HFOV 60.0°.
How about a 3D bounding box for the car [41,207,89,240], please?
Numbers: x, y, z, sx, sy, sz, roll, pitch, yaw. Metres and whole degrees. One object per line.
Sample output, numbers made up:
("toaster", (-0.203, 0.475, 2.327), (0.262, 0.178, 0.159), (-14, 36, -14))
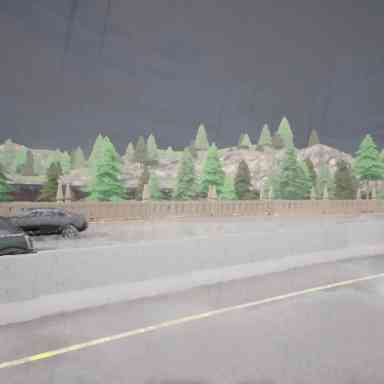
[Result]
("car", (-7.399, 1.497, 15.624), (4.902, 1.511, 2.128), (0, 0, -33))

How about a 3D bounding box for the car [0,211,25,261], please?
("car", (-8.298, 1.490, 10.762), (4.902, 1.511, 2.128), (0, 0, -35))

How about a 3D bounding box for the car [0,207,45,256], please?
("car", (-6.246, 1.351, 7.934), (4.553, 1.767, 2.097), (0, 0, -35))
